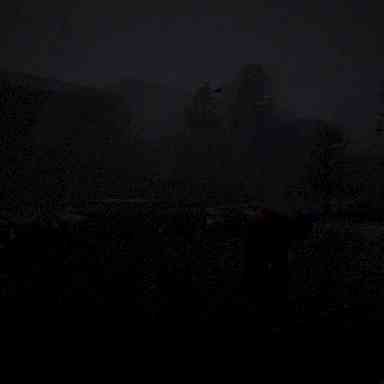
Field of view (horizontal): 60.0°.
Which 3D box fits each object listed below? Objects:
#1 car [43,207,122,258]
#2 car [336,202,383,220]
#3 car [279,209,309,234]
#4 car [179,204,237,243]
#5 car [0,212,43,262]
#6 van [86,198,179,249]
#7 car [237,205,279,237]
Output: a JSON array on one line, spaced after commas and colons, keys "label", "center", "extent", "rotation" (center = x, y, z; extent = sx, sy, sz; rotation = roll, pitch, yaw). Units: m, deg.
[{"label": "car", "center": [-5.353, 1.498, 12.765], "extent": [4.892, 1.521, 2.231], "rotation": [-1, -1, 35]}, {"label": "car", "center": [14.183, 1.553, 26.657], "extent": [4.792, 1.488, 2.163], "rotation": [-1, -1, 35]}, {"label": "car", "center": [4.404, 1.540, 19.691], "extent": [4.792, 1.488, 2.163], "rotation": [-1, -1, 34]}, {"label": "car", "center": [-0.474, 1.378, 16.214], "extent": [4.553, 1.767, 2.185], "rotation": [-1, -1, 34]}, {"label": "car", "center": [-7.761, 1.242, 11.030], "extent": [5.566, 2.045, 2.435], "rotation": [-1, -1, 35]}, {"label": "van", "center": [-3.027, 1.276, 14.566], "extent": [4.442, 1.987, 1.878], "rotation": [-1, -1, 35]}, {"label": "car", "center": [1.933, 1.547, 17.957], "extent": [4.674, 1.452, 2.002], "rotation": [-1, -1, 35]}]
